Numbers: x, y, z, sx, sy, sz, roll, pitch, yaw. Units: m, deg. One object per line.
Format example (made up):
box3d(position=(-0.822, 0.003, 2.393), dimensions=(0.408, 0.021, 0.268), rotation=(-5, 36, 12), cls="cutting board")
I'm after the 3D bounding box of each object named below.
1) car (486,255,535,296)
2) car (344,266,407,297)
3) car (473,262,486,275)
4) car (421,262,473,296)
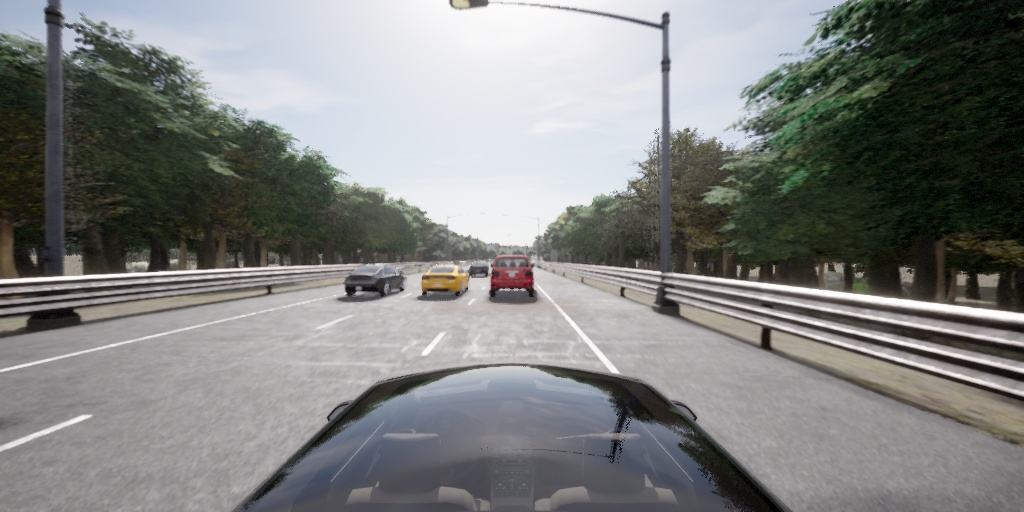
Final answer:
box3d(position=(0.024, 0.959, 19.036), dimensions=(2.150, 2.045, 5.566), rotation=(0, 0, 0), cls="car")
box3d(position=(-6.978, 1.239, 18.820), dimensions=(1.837, 1.490, 4.892), rotation=(0, 0, 1), cls="car")
box3d(position=(-3.413, 1.363, 38.726), dimensions=(1.882, 1.535, 5.008), rotation=(0, 0, 0), cls="car")
box3d(position=(-3.473, 1.214, 19.359), dimensions=(1.882, 1.535, 5.008), rotation=(0, 0, 1), cls="car")
